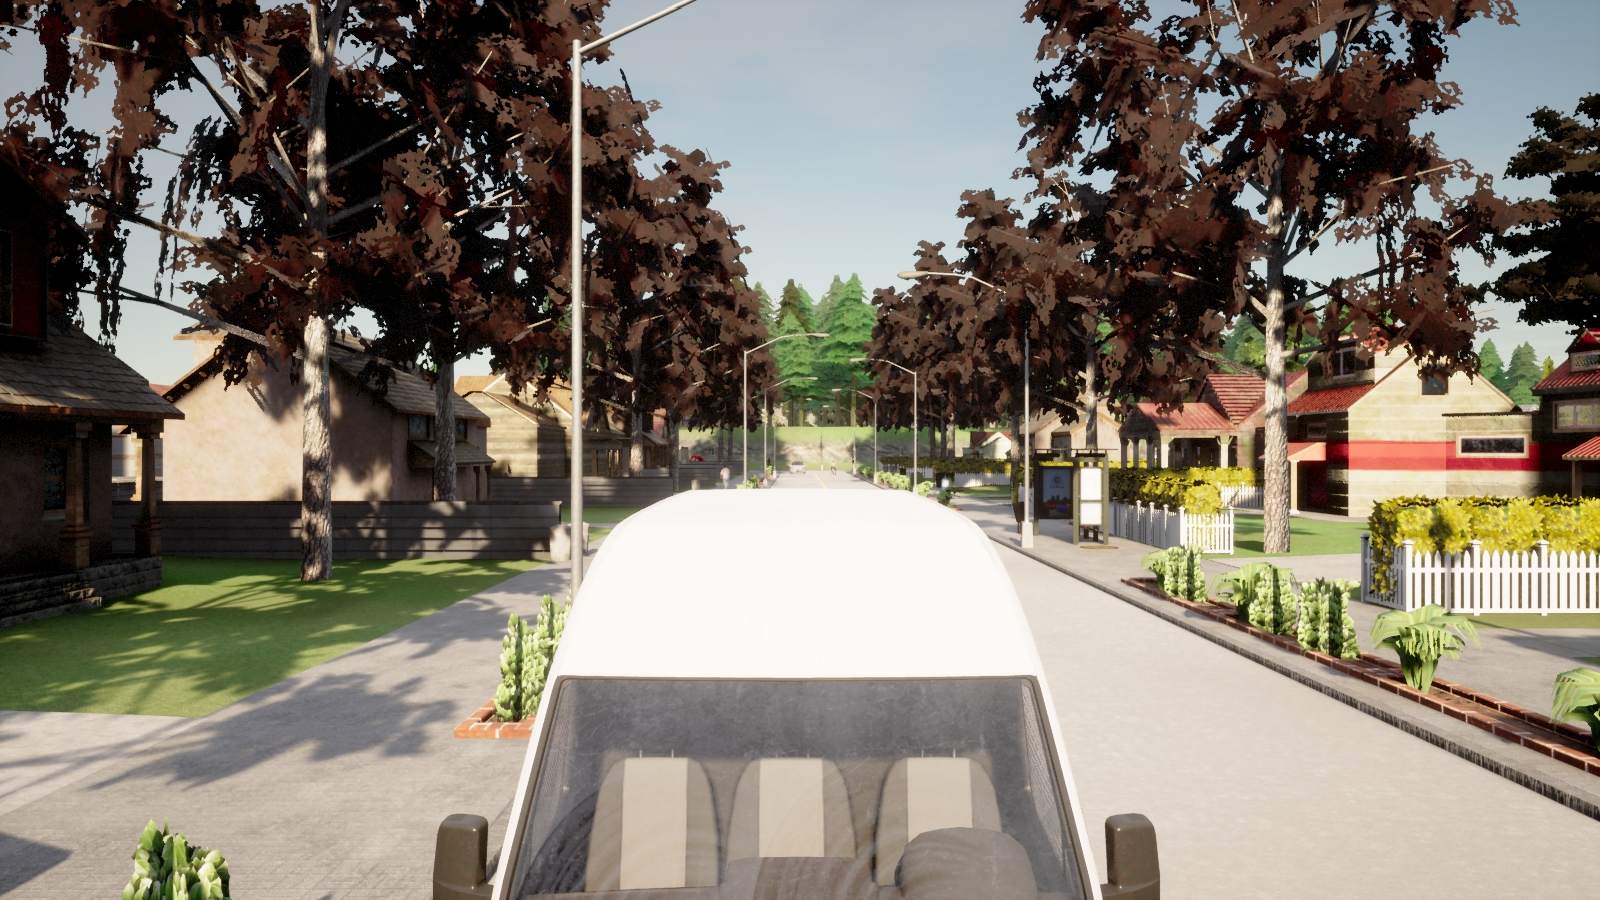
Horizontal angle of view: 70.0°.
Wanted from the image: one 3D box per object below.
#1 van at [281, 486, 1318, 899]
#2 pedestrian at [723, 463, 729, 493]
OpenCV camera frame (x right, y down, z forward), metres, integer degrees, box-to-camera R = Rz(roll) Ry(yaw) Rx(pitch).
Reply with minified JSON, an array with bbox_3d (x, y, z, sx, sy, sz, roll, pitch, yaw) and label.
[{"bbox_3d":[-0.006,1.534,5.149,1.988,2.561,5.915,0,0,0],"label":"van"},{"bbox_3d":[-4.659,1.743,71.942,0.375,1.860,0.375,0,0,3],"label":"pedestrian"}]
